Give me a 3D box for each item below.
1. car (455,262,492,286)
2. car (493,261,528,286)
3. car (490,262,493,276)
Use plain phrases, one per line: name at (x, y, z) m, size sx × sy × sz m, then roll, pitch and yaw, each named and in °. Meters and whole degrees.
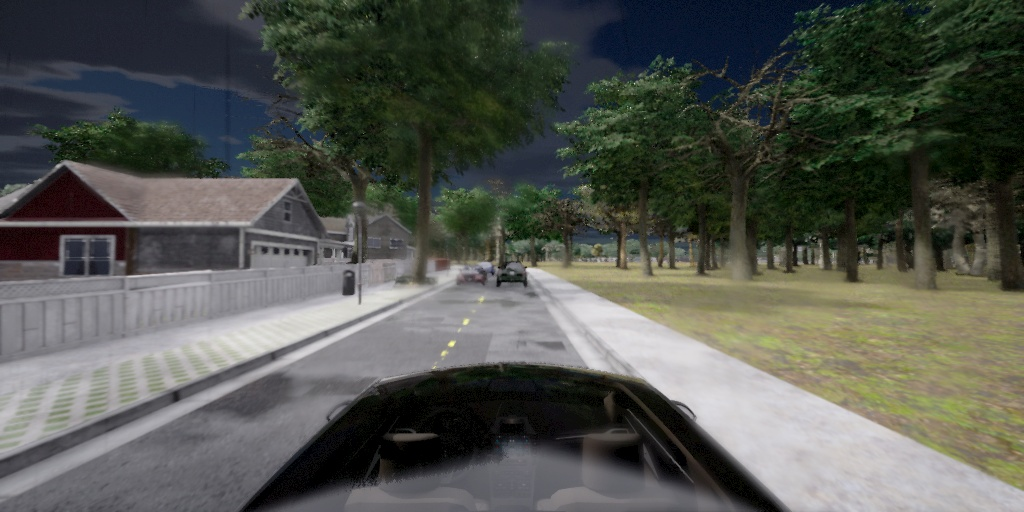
car at (-2.772, 1.345, 25.595) m, size 1.994 × 1.385 × 4.181 m, roll 0°, pitch 0°, yaw 0°
car at (0.019, 1.131, 25.355) m, size 2.097 × 1.767 × 4.553 m, roll 0°, pitch 0°, yaw 0°
car at (-2.778, 1.326, 37.991) m, size 1.812 × 1.442 × 4.674 m, roll 0°, pitch 0°, yaw 1°
